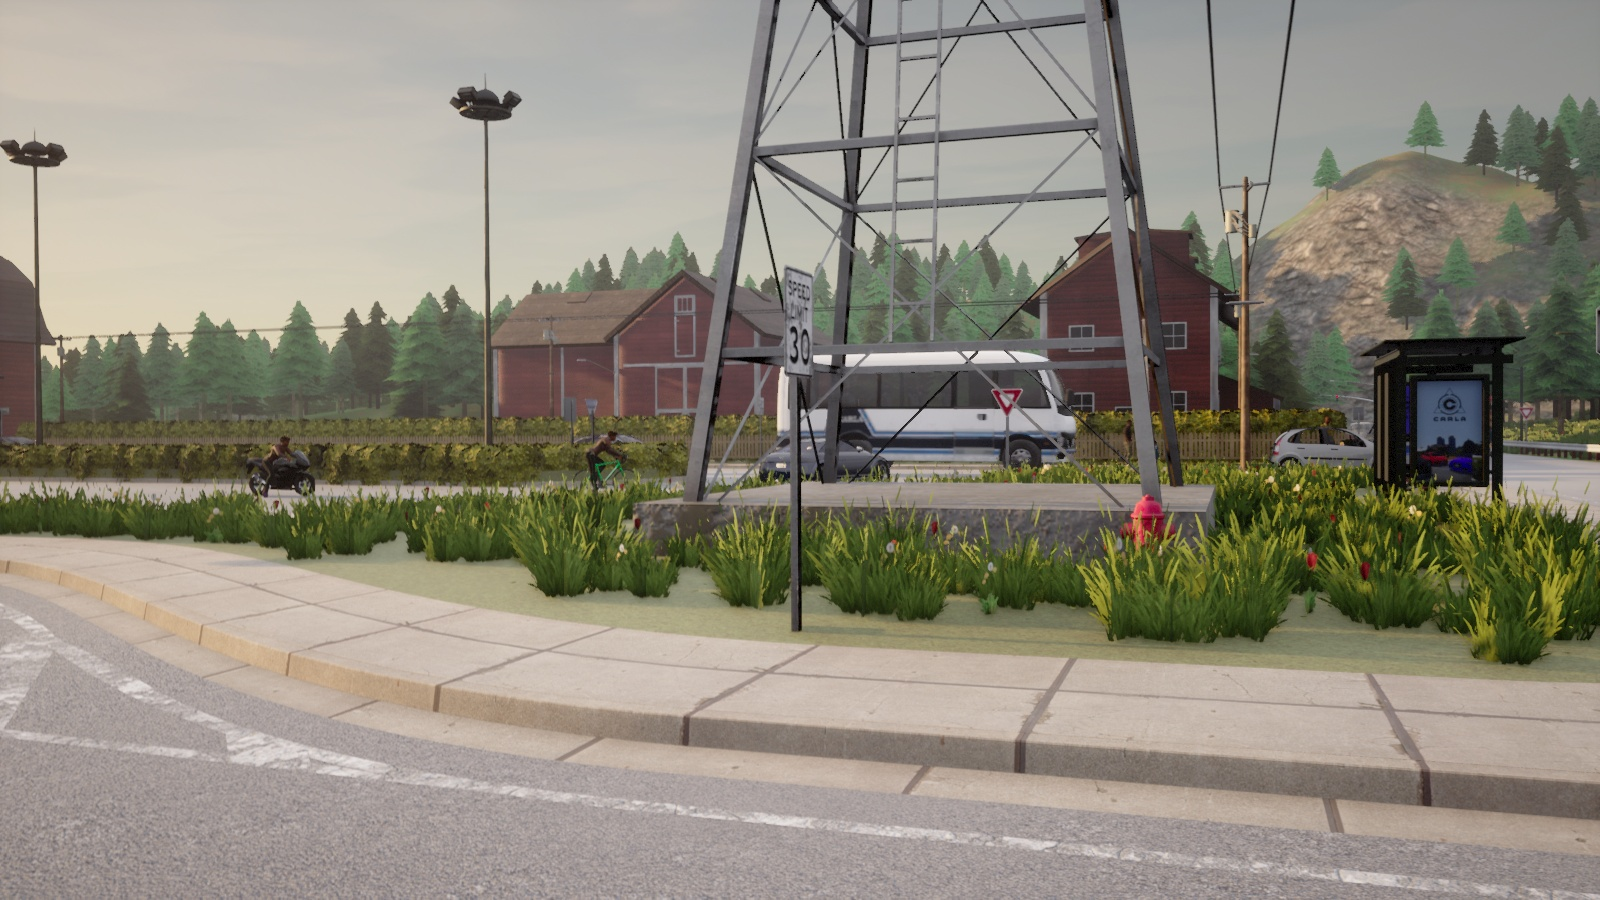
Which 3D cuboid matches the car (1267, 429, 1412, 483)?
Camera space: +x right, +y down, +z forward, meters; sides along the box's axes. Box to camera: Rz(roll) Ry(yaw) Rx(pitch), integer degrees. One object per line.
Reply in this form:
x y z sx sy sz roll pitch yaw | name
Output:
16.705 0.157 39.067 3.988 1.617 1.851 0 1 18 | car

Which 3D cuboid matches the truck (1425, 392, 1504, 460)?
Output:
39.339 -1.408 74.593 2.891 3.827 8.468 0 1 20 | truck

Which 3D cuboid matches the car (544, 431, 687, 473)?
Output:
-6.928 0.037 47.299 4.902 1.511 2.128 1 1 19 | car

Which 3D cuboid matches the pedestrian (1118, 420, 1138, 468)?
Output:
12.635 -0.239 48.415 0.703 1.840 0.431 0 1 20 | pedestrian

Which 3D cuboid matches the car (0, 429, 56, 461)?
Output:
-39.802 -0.264 62.519 4.902 1.511 2.128 0 1 19 | car

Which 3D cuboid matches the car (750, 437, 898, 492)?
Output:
0.734 0.354 34.875 1.994 1.385 4.181 1 1 38 | car

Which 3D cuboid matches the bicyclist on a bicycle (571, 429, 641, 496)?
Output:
-4.746 0.296 30.714 1.656 1.620 0.582 0 1 -14 | bicyclist on a bicycle

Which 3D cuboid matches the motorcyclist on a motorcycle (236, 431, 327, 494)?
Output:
-12.840 0.302 31.105 2.044 1.523 0.797 0 1 18 | motorcyclist on a motorcycle

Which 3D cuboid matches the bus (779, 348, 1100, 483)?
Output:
4.823 -1.206 43.165 10.273 4.253 3.944 1 1 19 | bus
